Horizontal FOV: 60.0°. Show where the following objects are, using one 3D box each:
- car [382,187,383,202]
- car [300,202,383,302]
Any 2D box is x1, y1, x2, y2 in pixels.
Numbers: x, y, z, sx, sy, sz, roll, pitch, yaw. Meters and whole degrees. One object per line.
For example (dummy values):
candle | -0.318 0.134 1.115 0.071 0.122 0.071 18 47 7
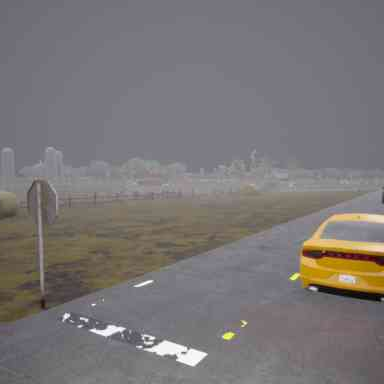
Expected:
car | 20.068 0.054 32.760 2.150 2.045 5.566 0 2 33
car | 3.944 1.231 7.673 1.882 1.535 5.008 0 2 33
